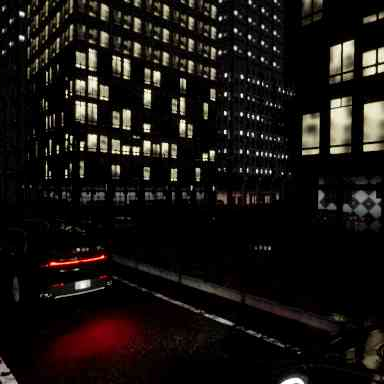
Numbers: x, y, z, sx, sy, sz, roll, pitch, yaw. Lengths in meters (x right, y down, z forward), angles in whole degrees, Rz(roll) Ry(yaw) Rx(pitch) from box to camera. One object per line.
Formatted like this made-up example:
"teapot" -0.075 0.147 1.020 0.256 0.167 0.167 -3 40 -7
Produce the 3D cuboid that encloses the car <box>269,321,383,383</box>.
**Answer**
"car" 2.431 1.352 1.322 2.097 1.767 4.553 0 0 -41

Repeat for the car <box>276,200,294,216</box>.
"car" 10.320 1.936 37.450 4.206 1.307 1.802 1 0 -40

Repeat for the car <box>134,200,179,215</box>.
"car" -3.834 1.648 36.431 4.829 1.417 1.752 1 0 -40

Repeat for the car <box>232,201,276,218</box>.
"car" 6.149 1.833 33.911 4.829 1.417 1.752 1 0 -40

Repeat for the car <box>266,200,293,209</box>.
"car" 13.494 1.882 51.129 4.313 1.339 1.947 1 0 -40

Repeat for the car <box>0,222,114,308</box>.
"car" -3.660 1.501 8.107 1.837 1.490 4.892 0 0 -41

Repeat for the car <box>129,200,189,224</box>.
"car" -2.580 1.524 26.504 5.009 1.841 2.192 1 0 -40
